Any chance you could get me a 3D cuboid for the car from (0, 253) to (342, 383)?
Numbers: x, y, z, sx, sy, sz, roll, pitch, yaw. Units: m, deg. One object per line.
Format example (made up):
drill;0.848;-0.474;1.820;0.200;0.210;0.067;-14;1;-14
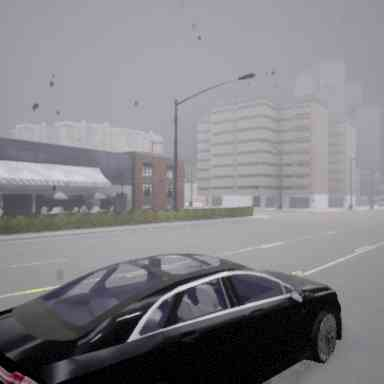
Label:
car;0.115;1.555;4.192;4.902;1.511;2.128;1;-1;-41
